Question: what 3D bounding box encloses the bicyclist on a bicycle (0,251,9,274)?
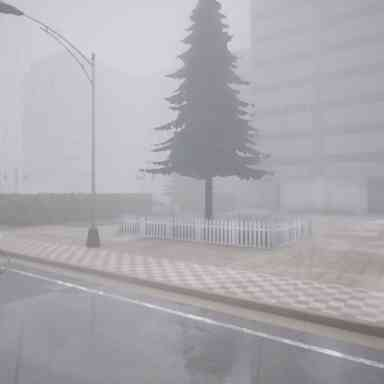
[{"bbox_3d":[-5.493,1.439,8.448,0.582,1.620,1.656,0,1,35],"label":"bicyclist on a bicycle"}]
